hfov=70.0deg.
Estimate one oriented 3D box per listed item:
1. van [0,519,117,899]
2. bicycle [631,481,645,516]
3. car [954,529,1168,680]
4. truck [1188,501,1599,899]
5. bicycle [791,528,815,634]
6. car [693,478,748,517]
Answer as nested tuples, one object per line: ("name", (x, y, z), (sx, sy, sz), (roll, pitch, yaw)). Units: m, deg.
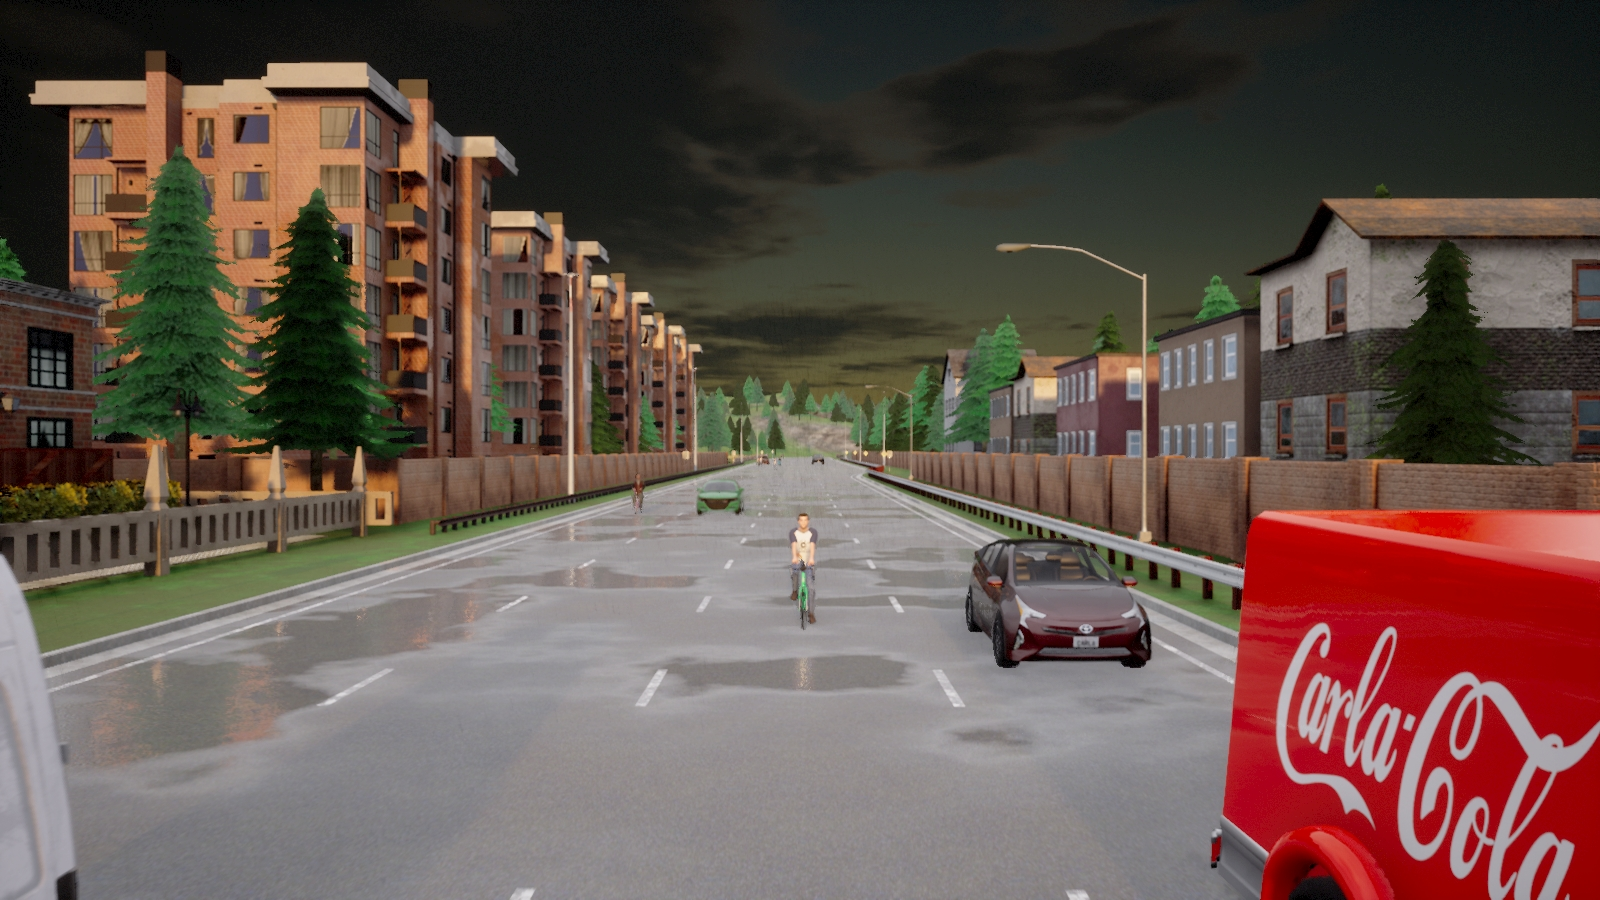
("van", (-3.500, 1.535, 1.236), (1.988, 2.561, 5.915), (0, 0, 0))
("bicycle", (-6.996, 2.077, 49.306), (0.329, 1.471, 1.835), (0, 0, 0))
("car", (3.499, 2.046, 16.230), (2.007, 1.525, 4.514), (0, 0, 0))
("truck", (3.493, 1.557, 3.774), (2.627, 2.467, 5.204), (0, 1, 0))
("bicycle", (0.051, 2.063, 18.313), (0.373, 1.496, 1.643), (0, 0, 0))
("car", (-3.501, 2.052, 50.877), (2.097, 1.535, 5.006), (0, 0, 0))
